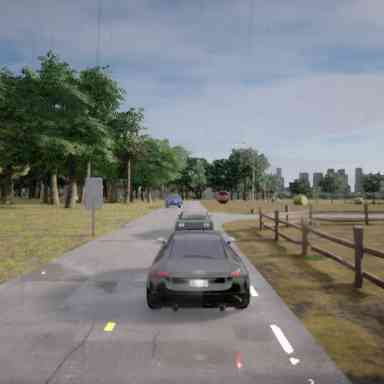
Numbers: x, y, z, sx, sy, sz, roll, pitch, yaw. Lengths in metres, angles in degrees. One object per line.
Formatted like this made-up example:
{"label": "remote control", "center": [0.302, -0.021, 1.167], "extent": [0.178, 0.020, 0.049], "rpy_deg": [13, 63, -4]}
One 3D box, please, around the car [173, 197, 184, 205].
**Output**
{"label": "car", "center": [-2.695, 1.844, 68.350], "extent": [2.033, 1.411, 5.357], "rpy_deg": [0, 0, 0]}

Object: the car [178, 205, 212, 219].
{"label": "car", "center": [0.164, 1.626, 18.283], "extent": [1.895, 1.301, 4.718], "rpy_deg": [0, 0, 1]}

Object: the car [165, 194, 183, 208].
{"label": "car", "center": [-2.798, 1.371, 50.233], "extent": [2.150, 2.045, 5.566], "rpy_deg": [0, 0, 0]}

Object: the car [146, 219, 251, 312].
{"label": "car", "center": [0.111, 1.571, 7.835], "extent": [1.994, 1.385, 4.181], "rpy_deg": [0, 0, 0]}
